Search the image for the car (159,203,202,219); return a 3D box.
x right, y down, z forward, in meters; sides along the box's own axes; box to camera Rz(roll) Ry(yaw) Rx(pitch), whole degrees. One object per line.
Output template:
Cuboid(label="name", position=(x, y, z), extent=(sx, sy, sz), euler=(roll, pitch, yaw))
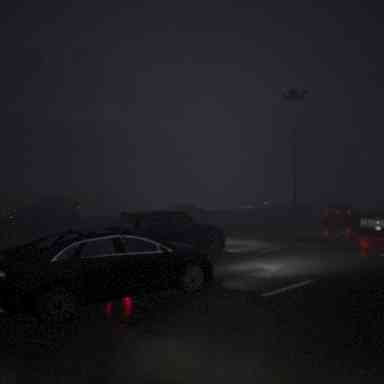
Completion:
Cuboid(label="car", position=(-1.089, 1.792, 32.460), extent=(1.994, 1.385, 4.181), euler=(0, 0, 37))

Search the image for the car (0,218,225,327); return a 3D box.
Cuboid(label="car", position=(-1.697, 1.540, 7.182), extent=(4.902, 1.511, 2.128), euler=(0, 0, -37))

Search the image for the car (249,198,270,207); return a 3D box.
Cuboid(label="car", position=(12.593, 1.950, 60.201), extent=(1.837, 1.490, 4.892), euler=(0, 0, 32))

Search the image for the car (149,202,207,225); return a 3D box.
Cuboid(label="car", position=(-1.029, 1.668, 27.094), extent=(1.882, 1.535, 5.008), euler=(0, 0, 40))

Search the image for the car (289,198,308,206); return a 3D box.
Cuboid(label="car", position=(18.203, 1.919, 55.976), extent=(2.128, 1.511, 4.902), euler=(0, 0, 32))

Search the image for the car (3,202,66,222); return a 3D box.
Cuboid(label="car", position=(-13.721, 1.710, 29.209), extent=(4.674, 1.442, 1.812), euler=(0, 0, -43))

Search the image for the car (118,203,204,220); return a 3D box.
Cuboid(label="car", position=(-0.867, 1.439, 12.399), extent=(4.553, 1.767, 2.097), euler=(0, -1, -40))

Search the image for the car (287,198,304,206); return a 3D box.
Cuboid(label="car", position=(20.927, 2.035, 66.997), extent=(2.128, 1.511, 4.902), euler=(0, 0, 32))

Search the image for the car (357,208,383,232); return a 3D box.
Cuboid(label="car", position=(11.868, 1.766, 20.411), extent=(1.895, 1.301, 4.718), euler=(0, -1, 39))

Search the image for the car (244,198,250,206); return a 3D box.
Cuboid(label="car", position=(11.763, 1.991, 65.469), extent=(2.128, 1.511, 4.902), euler=(0, 0, 32))

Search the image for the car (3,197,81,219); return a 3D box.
Cuboid(label="car", position=(-11.595, 1.387, 26.150), extent=(5.566, 2.045, 2.150), euler=(0, 0, -41))

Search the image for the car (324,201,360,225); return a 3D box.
Cuboid(label="car", position=(12.150, 1.562, 26.644), extent=(2.097, 1.767, 4.553), euler=(0, -1, 36))
